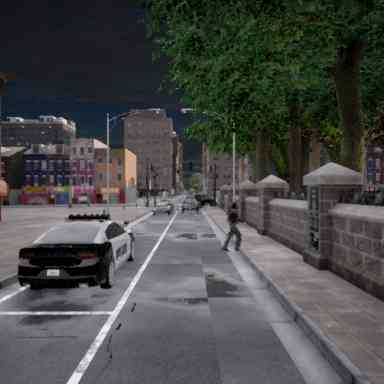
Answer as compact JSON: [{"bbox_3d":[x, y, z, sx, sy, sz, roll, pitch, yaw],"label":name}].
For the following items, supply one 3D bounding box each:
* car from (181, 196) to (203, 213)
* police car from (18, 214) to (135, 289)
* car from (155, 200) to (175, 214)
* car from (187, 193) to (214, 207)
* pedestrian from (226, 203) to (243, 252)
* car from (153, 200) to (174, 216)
[{"bbox_3d":[-0.184,1.489,36.745,2.128,1.511,4.902,0,0,0],"label":"car"},{"bbox_3d":[-2.818,1.425,9.291,1.930,1.638,5.238,0,0,0],"label":"police car"},{"bbox_3d":[-2.905,1.563,36.544,1.947,1.339,4.313,0,0,0],"label":"car"},{"bbox_3d":[1.234,1.207,47.715,2.150,2.045,5.566,0,0,36],"label":"car"},{"bbox_3d":[1.579,1.293,12.330,0.375,1.860,0.375,0,0,0],"label":"pedestrian"},{"bbox_3d":[-2.878,1.580,32.882,1.802,1.307,4.206,0,0,0],"label":"car"}]
